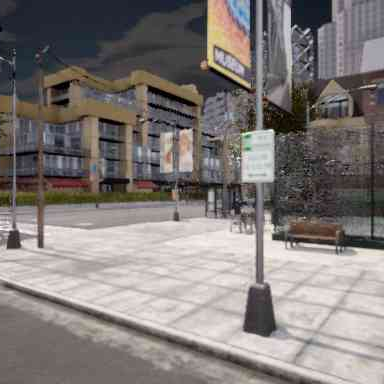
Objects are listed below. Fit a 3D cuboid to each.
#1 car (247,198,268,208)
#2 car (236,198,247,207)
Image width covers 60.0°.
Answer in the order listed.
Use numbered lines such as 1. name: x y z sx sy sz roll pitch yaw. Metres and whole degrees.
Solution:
1. car: 10.403 1.552 49.023 1.812 1.442 4.674 0 0 35
2. car: 6.899 1.578 50.143 2.033 1.411 5.357 0 0 35
